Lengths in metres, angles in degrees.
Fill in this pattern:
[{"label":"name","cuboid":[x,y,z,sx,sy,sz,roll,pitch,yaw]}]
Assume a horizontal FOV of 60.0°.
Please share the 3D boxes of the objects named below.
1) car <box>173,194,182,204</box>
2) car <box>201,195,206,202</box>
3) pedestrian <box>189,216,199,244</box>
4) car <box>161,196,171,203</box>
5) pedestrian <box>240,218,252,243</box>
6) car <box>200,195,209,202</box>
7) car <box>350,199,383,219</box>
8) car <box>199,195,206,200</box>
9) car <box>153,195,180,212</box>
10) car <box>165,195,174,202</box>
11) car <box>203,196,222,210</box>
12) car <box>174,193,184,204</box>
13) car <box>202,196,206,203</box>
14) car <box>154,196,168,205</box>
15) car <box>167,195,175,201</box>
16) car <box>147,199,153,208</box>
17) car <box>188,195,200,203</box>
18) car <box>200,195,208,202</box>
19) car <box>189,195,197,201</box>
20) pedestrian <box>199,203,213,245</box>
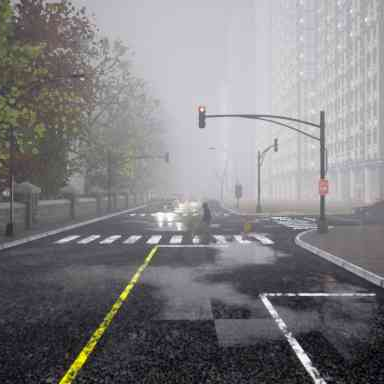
[{"label":"car","cuboid":[-2.950,1.505,50.176,1.882,1.535,5.008,0,0,0]},{"label":"car","cuboid":[2.841,1.597,54.043,1.947,1.339,4.313,0,0,0]},{"label":"pedestrian","cuboid":[0.168,1.675,15.339,0.500,1.100,0.500,0,0,0]},{"label":"car","cuboid":[-5.492,1.577,70.794,1.752,1.417,4.829,0,0,0]},{"label":"pedestrian","cuboid":[2.448,1.674,14.734,0.500,1.100,0.500,0,0,0]},{"label":"car","cuboid":[2.904,1.501,76.573,1.967,1.590,4.097,0,0,0]},{"label":"car","cuboid":[14.880,1.262,25.956,4.674,1.442,1.812,-1,0,0]},{"label":"car","cuboid":[2.950,1.641,93.469,2.008,1.369,4.403,0,0,0]},{"label":"car","cuboid":[-2.983,1.510,39.834,2.128,1.511,4.902,0,0,0]},{"label":"car","cuboid":[-5.460,1.510,82.227,1.967,1.590,4.097,0,0,0]},{"label":"car","cuboid":[2.810,1.586,42.778,1.947,1.339,4.313,0,0,0]},{"label":"car","cuboid":[-2.843,1.261,65.702,2.150,2.045,5.566,0,1,1]},{"label":"car","cuboid":[2.825,1.591,48.410,1.947,1.339,4.313,0,0,0]},{"label":"car","cuboid":[-5.523,1.477,59.699,1.967,1.590,4.097,0,0,0]},{"label":"car","cuboid":[-5.446,1.625,87.860,1.887,1.381,4.507,0,0,0]},{"label":"car","cuboid":[-5.555,1.607,48.433,1.802,1.307,4.206,0,0,0]},{"label":"car","cuboid":[0.194,1.638,70.101,1.895,1.301,4.718,0,0,0]},{"label":"car","cuboid":[2.920,1.510,82.204,1.967,1.590,4.097,0,0,0]},{"label":"car","cuboid":[0.222,1.441,80.071,1.837,1.490,4.892,0,0,0]},{"label":"pedestrian","cuboid":[0.594,1.297,14.140,0.375,1.860,0.375,0,0,0]}]
